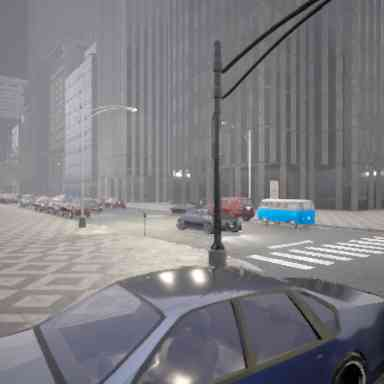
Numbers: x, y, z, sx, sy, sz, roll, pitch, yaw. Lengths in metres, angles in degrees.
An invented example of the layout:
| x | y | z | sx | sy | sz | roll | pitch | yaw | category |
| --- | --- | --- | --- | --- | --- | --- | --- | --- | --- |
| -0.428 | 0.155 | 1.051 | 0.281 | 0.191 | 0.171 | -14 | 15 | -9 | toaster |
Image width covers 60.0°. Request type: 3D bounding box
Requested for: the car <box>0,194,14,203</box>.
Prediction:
| x | y | z | sx | sy | sz | roll | pitch | yaw | category |
| --- | --- | --- | --- | --- | --- | --- | --- | --- | --- |
| -37.428 | 1.285 | 66.995 | 2.192 | 1.841 | 5.009 | 0 | 0 | -36 | car |

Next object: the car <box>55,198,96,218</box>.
| x | y | z | sx | sy | sz | roll | pitch | yaw | category |
| --- | --- | --- | --- | --- | --- | --- | --- | --- | --- |
| -10.787 | 1.570 | 30.584 | 1.887 | 1.381 | 4.507 | 0 | 0 | -36 | car |

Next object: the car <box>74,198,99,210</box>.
| x | y | z | sx | sy | sz | roll | pitch | yaw | category |
| --- | --- | --- | --- | --- | --- | --- | --- | --- | --- |
| -14.425 | 1.544 | 45.241 | 1.812 | 1.442 | 4.674 | 0 | 0 | -36 | car |

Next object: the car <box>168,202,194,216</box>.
| x | y | z | sx | sy | sz | roll | pitch | yaw | category |
| --- | --- | --- | --- | --- | --- | --- | --- | --- | --- |
| -0.562 | 1.595 | 31.047 | 1.947 | 1.339 | 4.313 | 0 | 0 | -36 | car |

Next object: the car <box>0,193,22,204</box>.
| x | y | z | sx | sy | sz | roll | pitch | yaw | category |
| --- | --- | --- | --- | --- | --- | --- | --- | --- | --- |
| -34.098 | 1.298 | 62.443 | 2.192 | 1.841 | 5.009 | 0 | 0 | -36 | car |

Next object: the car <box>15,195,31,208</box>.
| x | y | z | sx | sy | sz | roll | pitch | yaw | category |
| --- | --- | --- | --- | --- | --- | --- | --- | --- | --- |
| -24.108 | 1.561 | 48.789 | 2.008 | 1.369 | 4.403 | 0 | 0 | -36 | car |

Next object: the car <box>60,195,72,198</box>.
| x | y | z | sx | sy | sz | roll | pitch | yaw | category |
| --- | --- | --- | --- | --- | --- | --- | --- | --- | --- |
| -20.437 | 1.573 | 53.368 | 1.994 | 1.385 | 4.181 | 0 | 0 | -36 | car |

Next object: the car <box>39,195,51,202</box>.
| x | y | z | sx | sy | sz | roll | pitch | yaw | category |
| --- | --- | --- | --- | --- | --- | --- | --- | --- | --- |
| -33.981 | 1.479 | 76.733 | 1.752 | 1.417 | 4.829 | 0 | 0 | -35 | car |

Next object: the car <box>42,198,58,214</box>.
| x | y | z | sx | sy | sz | roll | pitch | yaw | category |
| --- | --- | --- | --- | --- | --- | --- | --- | --- | --- |
| -14.118 | 1.604 | 35.135 | 1.802 | 1.307 | 4.206 | 0 | 0 | -36 | car |

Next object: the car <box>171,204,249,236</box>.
| x | y | z | sx | sy | sz | roll | pitch | yaw | category |
| --- | --- | --- | --- | --- | --- | --- | --- | --- | --- |
| 0.900 | 1.595 | 18.959 | 1.994 | 1.385 | 4.181 | 0 | 0 | -36 | car |

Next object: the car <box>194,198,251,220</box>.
| x | y | z | sx | sy | sz | roll | pitch | yaw | category |
| --- | --- | --- | --- | --- | --- | --- | --- | --- | --- |
| 2.769 | 1.347 | 26.495 | 2.192 | 1.841 | 5.009 | 0 | 0 | -36 | car |

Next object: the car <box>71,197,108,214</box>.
| x | y | z | sx | sy | sz | roll | pitch | yaw | category |
| --- | --- | --- | --- | --- | --- | --- | --- | --- | --- |
| -10.978 | 1.527 | 35.208 | 1.837 | 1.490 | 4.892 | 0 | 0 | -36 | car |

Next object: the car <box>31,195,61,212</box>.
| x | y | z | sx | sy | sz | roll | pitch | yaw | category |
| --- | --- | --- | --- | --- | --- | --- | --- | --- | --- |
| -17.448 | 1.459 | 39.687 | 1.967 | 1.590 | 4.097 | 0 | 0 | -36 | car |

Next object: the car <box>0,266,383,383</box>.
| x | y | z | sx | sy | sz | roll | pitch | yaw | category |
| --- | --- | --- | --- | --- | --- | --- | --- | --- | --- |
| -0.081 | 1.547 | 3.214 | 5.357 | 1.411 | 2.033 | 0 | 0 | -33 | car |

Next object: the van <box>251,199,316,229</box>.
| x | y | z | sx | sy | sz | roll | pitch | yaw | category |
| --- | --- | --- | --- | --- | --- | --- | --- | --- | --- |
| 6.100 | 1.374 | 21.942 | 1.690 | 1.788 | 3.998 | 0 | 0 | -36 | van |

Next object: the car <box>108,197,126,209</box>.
| x | y | z | sx | sy | sz | roll | pitch | yaw | category |
| --- | --- | --- | --- | --- | --- | --- | --- | --- | --- |
| -10.552 | 1.460 | 44.701 | 1.967 | 1.590 | 4.097 | 0 | 0 | -36 | car |

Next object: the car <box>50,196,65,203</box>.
| x | y | z | sx | sy | sz | roll | pitch | yaw | category |
| --- | --- | --- | --- | --- | --- | --- | --- | --- | --- |
| -27.305 | 1.508 | 67.599 | 1.752 | 1.417 | 4.829 | 0 | 0 | -36 | car |

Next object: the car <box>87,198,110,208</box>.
| x | y | z | sx | sy | sz | roll | pitch | yaw | category |
| --- | --- | --- | --- | --- | --- | --- | --- | --- | --- |
| -13.884 | 1.598 | 49.254 | 1.802 | 1.307 | 4.206 | 0 | 0 | -36 | car |
